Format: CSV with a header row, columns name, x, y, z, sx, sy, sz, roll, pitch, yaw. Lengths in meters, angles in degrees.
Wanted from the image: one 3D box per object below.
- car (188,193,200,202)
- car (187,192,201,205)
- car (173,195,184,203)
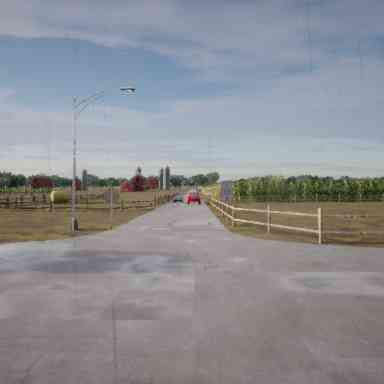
name,x,y,z,sx,sy,sz,roll,pitch,yaw
car,0.405,1.047,64.458,2.097,1.767,4.553,0,0,0
car,0.340,0.961,54.097,2.150,2.045,5.566,0,0,0
car,-2.377,1.255,59.500,2.033,1.411,5.357,0,0,0
